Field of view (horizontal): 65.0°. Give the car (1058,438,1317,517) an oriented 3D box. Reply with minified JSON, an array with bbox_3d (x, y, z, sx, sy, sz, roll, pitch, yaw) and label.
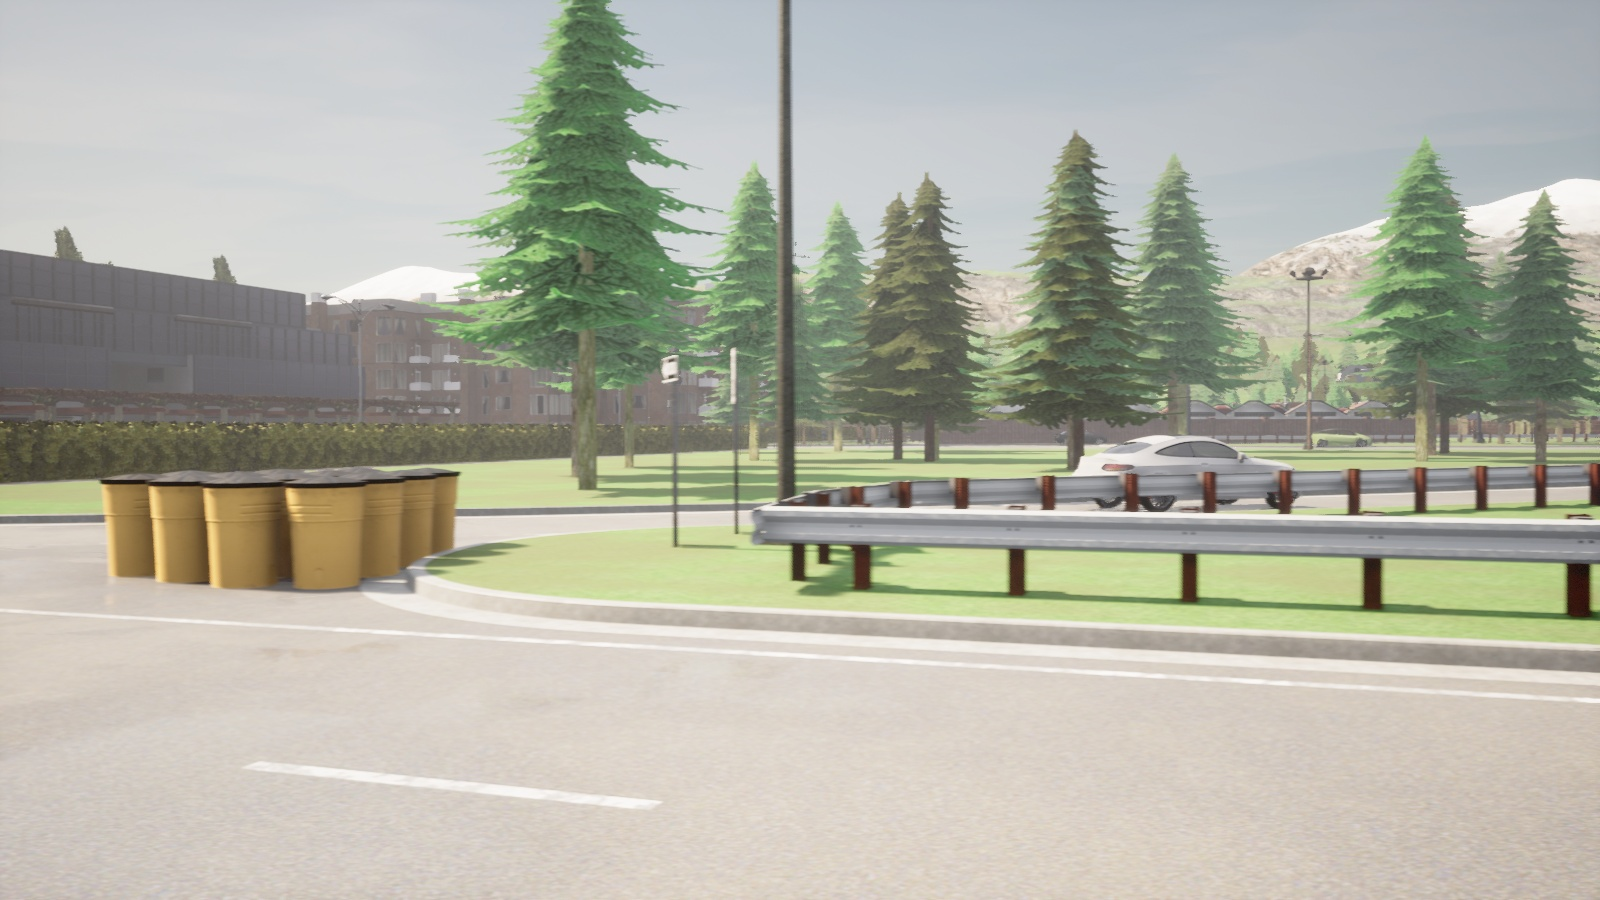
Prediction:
[{"bbox_3d":[7.559,0.488,24.531,4.674,1.442,1.812,0,1,-20],"label":"car"}]
